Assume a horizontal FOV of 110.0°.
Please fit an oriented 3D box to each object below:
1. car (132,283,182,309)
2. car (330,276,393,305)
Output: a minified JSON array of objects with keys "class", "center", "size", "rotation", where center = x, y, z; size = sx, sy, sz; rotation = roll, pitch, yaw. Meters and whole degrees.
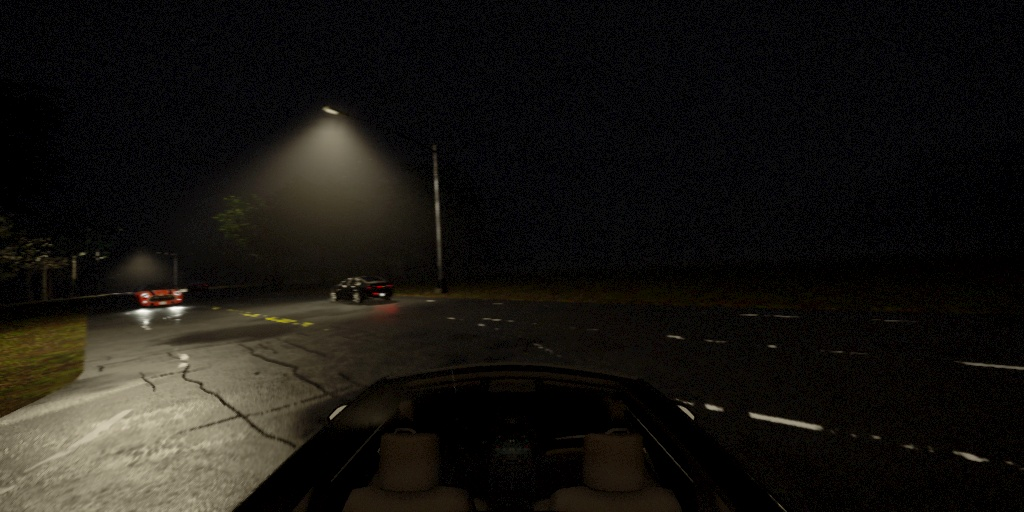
[{"class":"car","center":[-25.398,2.723,25.741],"size":[4.553,1.767,2.097],"rotation":[-4,-2,40]},{"class":"car","center":[-8.814,1.942,20.836],"size":[4.892,1.490,1.837],"rotation":[-4,-2,40]}]
